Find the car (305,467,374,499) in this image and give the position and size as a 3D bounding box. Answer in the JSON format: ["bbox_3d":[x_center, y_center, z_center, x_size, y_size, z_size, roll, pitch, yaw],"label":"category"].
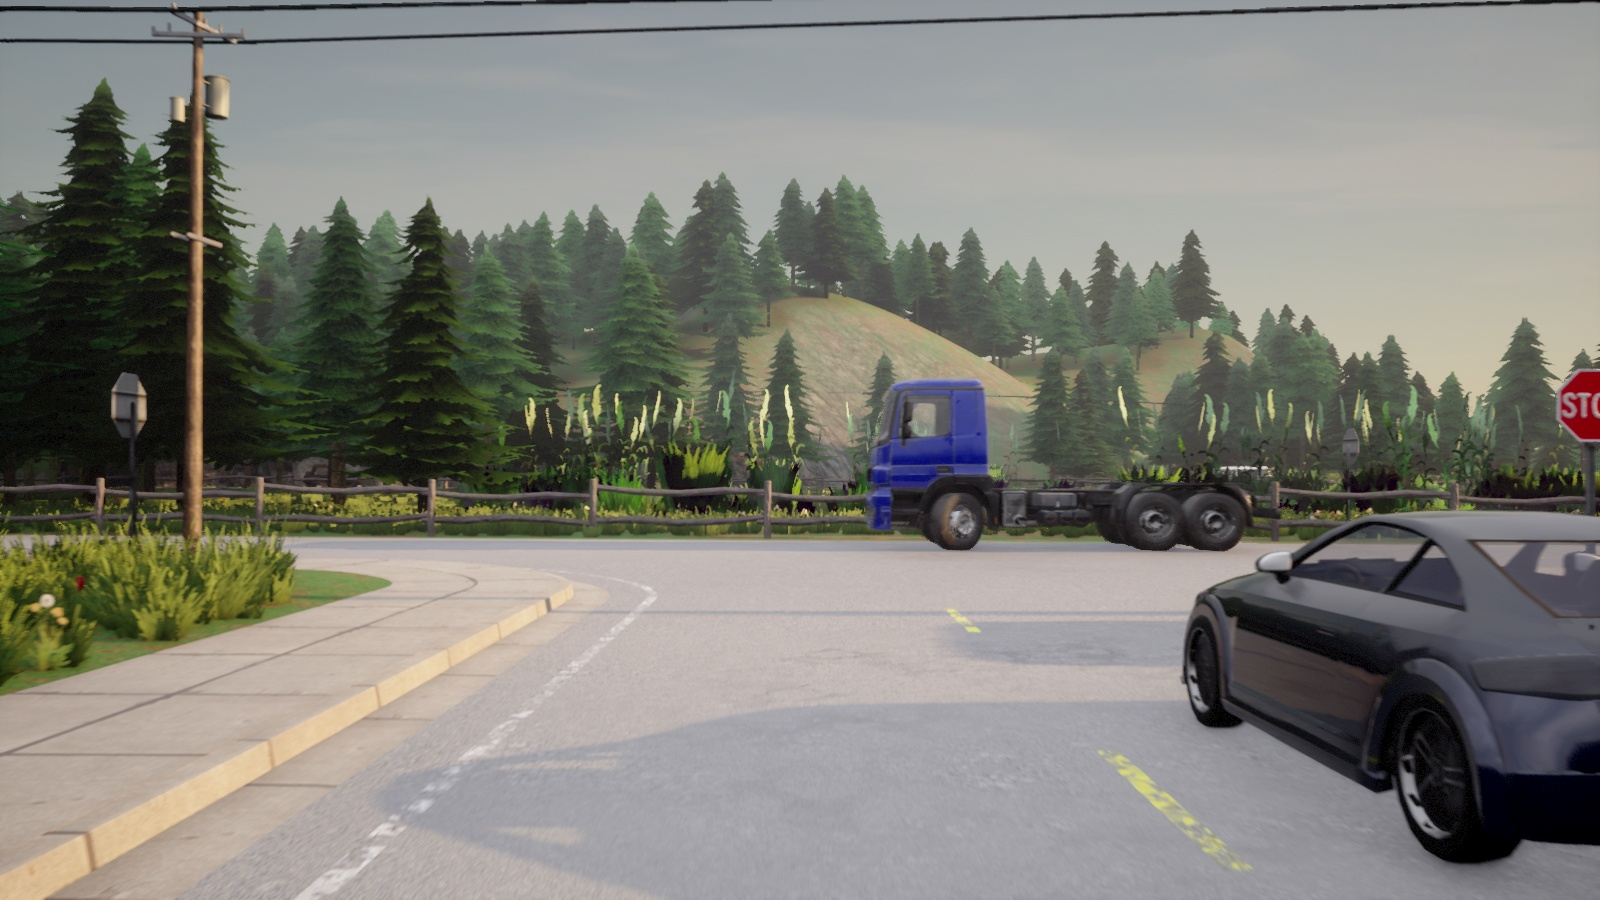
[{"bbox_3d":[-28.171,2.012,77.009,3.866,1.878,1.905,0,-1,-17],"label":"car"}]

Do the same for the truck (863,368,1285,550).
[{"bbox_3d":[5.338,0.208,25.615,7.936,3.462,2.891,0,-1,0],"label":"truck"}]

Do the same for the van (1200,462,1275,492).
[{"bbox_3d":[30.513,1.884,87.685,4.480,2.038,2.069,0,-1,-2],"label":"van"}]

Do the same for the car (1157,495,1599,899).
[{"bbox_3d":[3.488,0.975,6.572,1.994,1.385,4.181,0,-1,-1],"label":"car"}]
